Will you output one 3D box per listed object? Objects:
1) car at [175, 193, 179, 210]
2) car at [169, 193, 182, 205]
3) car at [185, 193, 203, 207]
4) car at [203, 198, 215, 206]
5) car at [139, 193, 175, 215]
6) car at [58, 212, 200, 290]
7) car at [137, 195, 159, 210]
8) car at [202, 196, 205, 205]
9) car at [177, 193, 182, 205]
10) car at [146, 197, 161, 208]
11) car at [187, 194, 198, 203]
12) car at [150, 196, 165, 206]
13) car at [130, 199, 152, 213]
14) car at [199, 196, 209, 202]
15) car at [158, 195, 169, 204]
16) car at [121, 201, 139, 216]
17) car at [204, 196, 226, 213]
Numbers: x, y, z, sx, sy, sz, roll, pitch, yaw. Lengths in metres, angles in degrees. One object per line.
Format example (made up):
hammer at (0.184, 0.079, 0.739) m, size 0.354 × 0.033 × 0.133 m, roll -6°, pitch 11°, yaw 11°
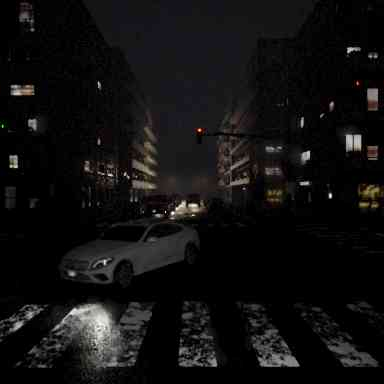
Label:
car at (-3.048, 1.361, 40.038) m, size 2.097 × 1.767 × 4.553 m, roll 0°, pitch 0°, yaw 0°
car at (-2.968, 1.242, 60.497) m, size 2.150 × 2.045 × 5.566 m, roll 0°, pitch 0°, yaw 1°
car at (0.165, 1.238, 52.661) m, size 2.150 × 2.045 × 5.566 m, roll 0°, pitch 0°, yaw 0°
car at (2.757, 1.598, 54.876) m, size 1.802 × 1.307 × 4.206 m, roll 0°, pitch 0°, yaw 0°
car at (-3.081, 1.227, 30.126) m, size 2.150 × 2.045 × 5.566 m, roll 0°, pitch 0°, yaw 1°
car at (-1.476, 1.536, 9.456) m, size 1.812 × 1.442 × 4.674 m, roll -2°, pitch 0°, yaw 32°
car at (-5.638, 1.326, 43.519) m, size 2.192 × 1.841 × 5.009 m, roll 0°, pitch 0°, yaw 0°
car at (2.743, 1.451, 43.511) m, size 1.967 × 1.590 × 4.097 m, roll 0°, pitch 0°, yaw 0°
car at (-3.028, 1.366, 49.937) m, size 2.097 × 1.767 × 4.553 m, roll 0°, pitch 0°, yaw 0°
car at (-5.631, 1.539, 49.032) m, size 1.752 × 1.417 × 4.829 m, roll 0°, pitch 0°, yaw 0°
car at (0.109, 1.382, 70.821) m, size 2.097 × 1.767 × 4.553 m, roll 0°, pitch 0°, yaw 0°
car at (-5.624, 1.457, 54.884) m, size 1.967 × 1.590 × 4.097 m, roll 0°, pitch 0°, yaw 0°
car at (-5.645, 1.533, 37.667) m, size 1.752 × 1.417 × 4.829 m, roll 0°, pitch 0°, yaw 0°
car at (2.784, 1.584, 77.605) m, size 2.008 × 1.369 × 4.403 m, roll 0°, pitch 0°, yaw 0°
car at (-5.610, 1.464, 66.250) m, size 1.967 × 1.590 × 4.097 m, roll 0°, pitch 0°, yaw 0°
car at (-5.651, 1.572, 32.154) m, size 1.947 × 1.339 × 4.313 m, roll 0°, pitch 0°, yaw 0°
car at (2.736, 1.448, 37.829) m, size 1.967 × 1.590 × 4.097 m, roll 0°, pitch 0°, yaw 0°
